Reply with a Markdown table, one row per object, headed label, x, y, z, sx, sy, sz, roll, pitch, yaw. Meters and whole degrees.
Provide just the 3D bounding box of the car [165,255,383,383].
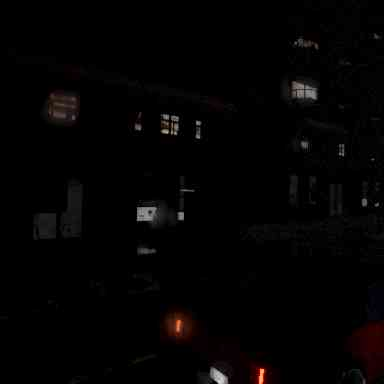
| label | x | y | z | sx | sy | sz | roll | pitch | yaw |
| --- | --- | --- | --- | --- | --- | --- | --- | --- | --- |
| car | 2.095 | 1.603 | 4.672 | 4.718 | 1.301 | 1.895 | 0 | 0 | -35 |
